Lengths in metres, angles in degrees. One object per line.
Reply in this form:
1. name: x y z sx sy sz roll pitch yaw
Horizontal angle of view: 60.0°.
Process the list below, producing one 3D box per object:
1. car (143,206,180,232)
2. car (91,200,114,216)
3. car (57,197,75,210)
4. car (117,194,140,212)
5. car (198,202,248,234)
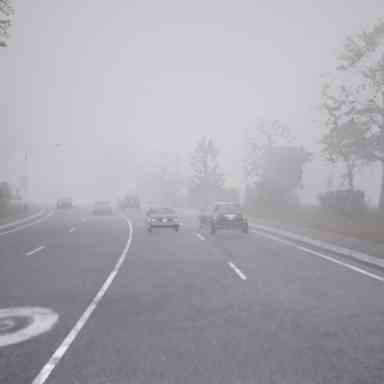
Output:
1. car: -1.947 1.595 20.530 2.033 1.411 5.357 0 0 -11
2. car: -9.043 1.594 33.547 1.837 1.490 4.892 0 0 -18
3. car: -17.132 1.475 45.106 2.097 1.767 4.553 0 0 -24
4. car: -8.000 1.328 41.771 2.150 2.045 5.566 0 0 -21
5. car: 1.697 1.388 19.603 2.097 1.767 4.553 0 0 -9
